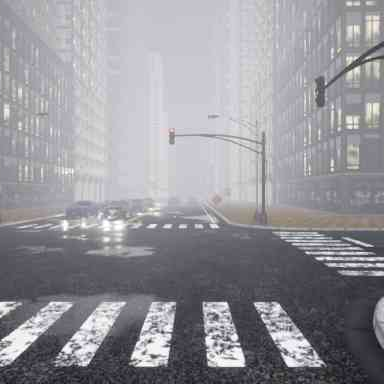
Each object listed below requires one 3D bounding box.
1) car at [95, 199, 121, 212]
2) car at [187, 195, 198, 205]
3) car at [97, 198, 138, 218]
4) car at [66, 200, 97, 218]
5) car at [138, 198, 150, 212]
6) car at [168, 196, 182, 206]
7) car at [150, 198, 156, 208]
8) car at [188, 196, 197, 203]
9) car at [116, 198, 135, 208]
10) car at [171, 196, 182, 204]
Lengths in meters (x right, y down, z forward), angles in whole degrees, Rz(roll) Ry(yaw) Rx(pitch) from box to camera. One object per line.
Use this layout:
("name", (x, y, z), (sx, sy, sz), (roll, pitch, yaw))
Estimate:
("car", (-9.867, 1.606, 39.476), (1.994, 1.385, 4.181), (0, 0, 0))
("car", (0.075, 1.631, 61.478), (1.812, 1.442, 4.674), (0, 0, 0))
("car", (-6.614, 1.517, 30.096), (2.128, 1.511, 4.902), (0, 0, 0))
("car", (-9.868, 1.503, 30.343), (1.882, 1.535, 5.008), (0, 0, 0))
("car", (-6.618, 1.520, 39.623), (1.882, 1.535, 5.008), (0, 0, 0))
("car", (-3.177, 1.573, 58.548), (1.882, 1.535, 5.008), (0, 0, 0))
("car", (-6.617, 1.593, 49.670), (1.812, 1.442, 4.674), (0, 0, 0))
("car", (0.034, 1.622, 71.325), (1.882, 1.535, 5.008), (0, 0, 0))
("car", (-9.863, 1.631, 49.400), (1.994, 1.385, 4.181), (0, 0, 0))
("car", (-3.191, 1.634, 70.342), (2.128, 1.511, 4.902), (0, 0, 0))
